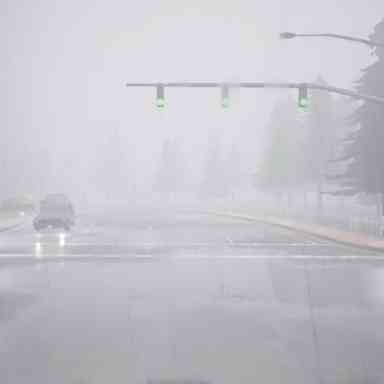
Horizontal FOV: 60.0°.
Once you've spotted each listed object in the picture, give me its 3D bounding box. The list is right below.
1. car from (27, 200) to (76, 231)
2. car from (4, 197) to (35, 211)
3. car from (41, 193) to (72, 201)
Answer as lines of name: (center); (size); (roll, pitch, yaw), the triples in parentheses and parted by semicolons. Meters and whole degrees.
car: (-8.269, 1.471, 20.429); (2.033, 1.411, 5.357); (0, 0, -14)
car: (-20.200, 1.365, 39.032); (5.008, 1.535, 1.882); (0, 0, 38)
car: (-12.325, 1.129, 30.077); (2.150, 2.045, 5.566); (0, 0, -32)
